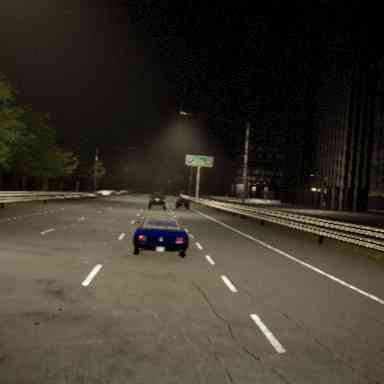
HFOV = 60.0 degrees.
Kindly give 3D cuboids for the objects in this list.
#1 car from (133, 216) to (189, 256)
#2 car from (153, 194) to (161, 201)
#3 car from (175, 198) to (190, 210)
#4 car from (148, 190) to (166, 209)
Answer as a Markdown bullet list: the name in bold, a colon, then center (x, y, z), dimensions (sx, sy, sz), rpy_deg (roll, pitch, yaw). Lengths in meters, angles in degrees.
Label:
- **car**: center (-1.257, 1.594, 13.200), dimensions (1.895, 1.301, 4.718), rpy_deg (4, 0, -6)
- **car**: center (-8.423, 1.320, 80.496), dimensions (1.812, 1.442, 4.674), rpy_deg (4, 0, -6)
- **car**: center (-1.416, 1.685, 47.919), dimensions (1.837, 1.490, 4.892), rpy_deg (4, 0, -6)
- **car**: center (-4.659, 1.158, 44.659), dimensions (2.150, 2.045, 5.566), rpy_deg (4, 0, -6)
